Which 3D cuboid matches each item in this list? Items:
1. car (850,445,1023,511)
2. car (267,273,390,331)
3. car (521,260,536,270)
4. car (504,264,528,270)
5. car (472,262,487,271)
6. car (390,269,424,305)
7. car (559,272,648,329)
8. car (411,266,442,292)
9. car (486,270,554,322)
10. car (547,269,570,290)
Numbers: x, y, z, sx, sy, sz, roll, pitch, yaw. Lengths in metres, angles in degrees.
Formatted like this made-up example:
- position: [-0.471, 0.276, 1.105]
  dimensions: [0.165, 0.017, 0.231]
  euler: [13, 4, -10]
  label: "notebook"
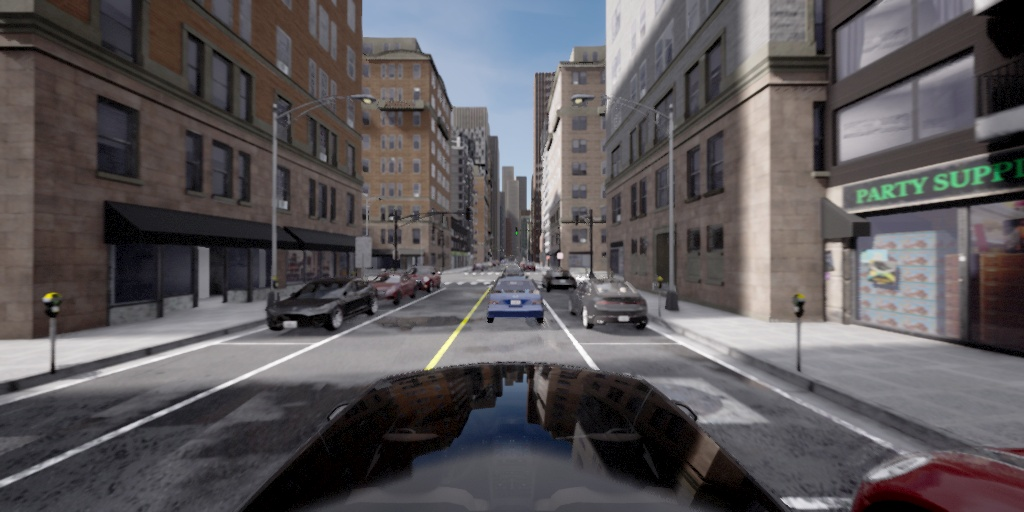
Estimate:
- position: [2.858, 1.179, 0.339]
  dimensions: [1.967, 1.591, 4.097]
  euler: [0, 0, 0]
  label: "car"
- position: [-5.667, 1.394, 11.342]
  dimensions: [1.948, 1.339, 4.313]
  euler: [0, 0, 0]
  label: "car"
- position: [2.897, 1.697, 59.431]
  dimensions: [1.967, 1.591, 4.097]
  euler: [0, 0, 0]
  label: "car"
- position: [0.103, 1.587, 30.468]
  dimensions: [1.895, 1.301, 4.718]
  euler: [0, 0, 0]
  label: "car"
- position: [-5.629, 1.839, 59.445]
  dimensions: [1.802, 1.307, 4.207]
  euler: [0, 0, 0]
  label: "car"
- position: [-5.667, 1.455, 16.844]
  dimensions: [1.802, 1.307, 4.207]
  euler: [0, 0, 0]
  label: "car"
- position: [2.858, 1.379, 11.342]
  dimensions: [2.007, 1.370, 4.403]
  euler: [0, 0, 0]
  label: "car"
- position: [-5.666, 1.359, 22.345]
  dimensions: [1.967, 1.591, 4.097]
  euler: [0, 0, 0]
  label: "car"
- position: [0.100, 1.387, 12.728]
  dimensions: [2.033, 1.411, 5.357]
  euler: [0, 0, 0]
  label: "car"
- position: [2.859, 1.485, 22.344]
  dimensions: [1.948, 1.339, 4.313]
  euler: [0, 0, 0]
  label: "car"
